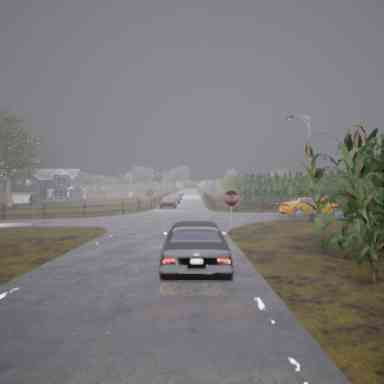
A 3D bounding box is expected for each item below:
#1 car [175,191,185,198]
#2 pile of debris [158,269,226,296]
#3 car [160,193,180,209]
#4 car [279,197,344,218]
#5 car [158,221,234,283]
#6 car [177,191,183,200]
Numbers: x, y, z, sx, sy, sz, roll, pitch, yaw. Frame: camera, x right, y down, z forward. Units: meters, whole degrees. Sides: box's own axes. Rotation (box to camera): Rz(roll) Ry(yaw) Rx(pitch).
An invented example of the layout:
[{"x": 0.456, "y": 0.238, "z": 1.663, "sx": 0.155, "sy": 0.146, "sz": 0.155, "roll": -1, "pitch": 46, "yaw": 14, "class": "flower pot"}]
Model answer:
[{"x": -2.726, "y": 0.452, "z": 74.777, "sx": 1.994, "sy": 1.385, "sz": 4.181, "roll": 0, "pitch": 2, "yaw": 0, "class": "car"}, {"x": 0.002, "y": 2.191, "z": 8.181, "sx": 1.500, "sy": 0.140, "sz": 1.860, "roll": 0, "pitch": 0, "yaw": 0, "class": "pile of debris"}, {"x": -2.863, "y": 1.219, "z": 41.474, "sx": 1.882, "sy": 1.535, "sz": 5.008, "roll": 0, "pitch": 1, "yaw": 1, "class": "car"}, {"x": 9.398, "y": 1.117, "z": 25.981, "sx": 5.008, "sy": 1.535, "sz": 1.882, "roll": -2, "pitch": 0, "yaw": -4, "class": "car"}, {"x": 0.089, "y": 1.558, "z": 9.767, "sx": 2.033, "sy": 1.411, "sz": 5.357, "roll": 0, "pitch": 0, "yaw": 0, "class": "car"}, {"x": -2.813, "y": 1.048, "z": 50.885, "sx": 1.882, "sy": 1.535, "sz": 5.008, "roll": 0, "pitch": 2, "yaw": 0, "class": "car"}]
